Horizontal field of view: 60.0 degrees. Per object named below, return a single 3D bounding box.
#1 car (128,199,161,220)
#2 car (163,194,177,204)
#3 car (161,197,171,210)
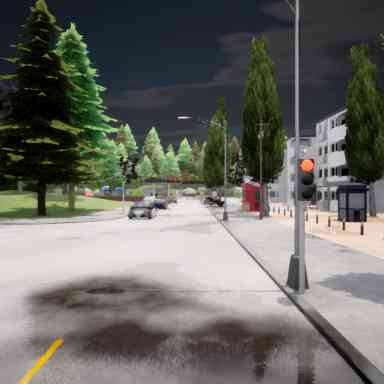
[{"bbox_3d":[-4.101,1.492,27.940,2.128,1.511,4.902,0,0,0],"label":"car"},{"bbox_3d":[-4.005,1.351,64.130,2.097,1.767,4.553,0,0,1],"label":"car"},{"bbox_3d":[-4.099,1.601,41.951,1.895,1.301,4.718,0,0,0],"label":"car"}]
